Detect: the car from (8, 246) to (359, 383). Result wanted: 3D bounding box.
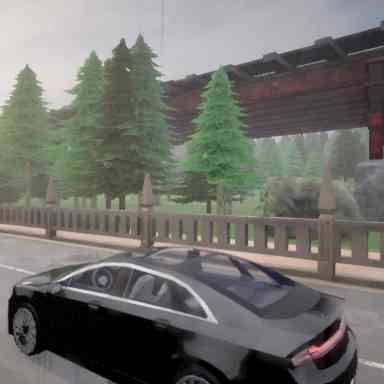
[{"bbox_3d":[-0.544,1.492,4.386,4.902,1.511,2.128,0,0,36],"label":"car"}]
